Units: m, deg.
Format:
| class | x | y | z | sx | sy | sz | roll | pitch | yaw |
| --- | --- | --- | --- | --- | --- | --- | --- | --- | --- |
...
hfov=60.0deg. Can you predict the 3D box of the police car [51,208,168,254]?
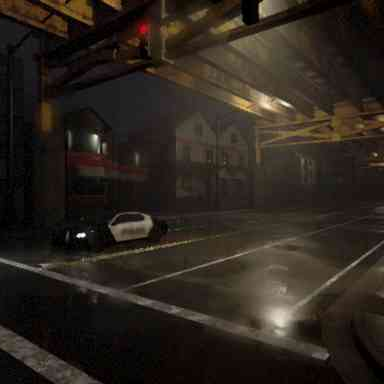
| class | x | y | z | sx | sy | sz | roll | pitch | yaw |
| --- | --- | --- | --- | --- | --- | --- | --- | --- | --- |
| police car | -3.273 | 1.506 | 13.900 | 2.038 | 1.542 | 4.974 | 0 | 0 | 38 |
